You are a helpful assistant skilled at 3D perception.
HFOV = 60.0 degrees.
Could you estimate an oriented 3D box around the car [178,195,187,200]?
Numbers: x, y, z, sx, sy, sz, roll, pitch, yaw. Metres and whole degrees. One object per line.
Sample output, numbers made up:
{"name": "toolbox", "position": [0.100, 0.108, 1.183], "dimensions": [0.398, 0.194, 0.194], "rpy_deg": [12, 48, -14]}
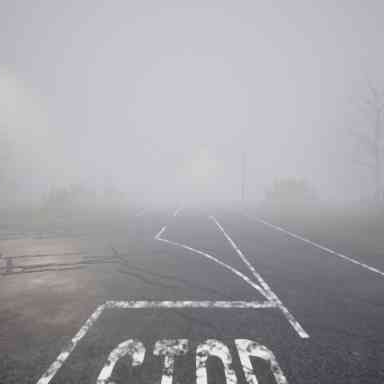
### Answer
{"name": "car", "position": [-2.475, 1.440, 88.649], "dimensions": [1.895, 1.301, 4.718], "rpy_deg": [0, 0, 7]}
